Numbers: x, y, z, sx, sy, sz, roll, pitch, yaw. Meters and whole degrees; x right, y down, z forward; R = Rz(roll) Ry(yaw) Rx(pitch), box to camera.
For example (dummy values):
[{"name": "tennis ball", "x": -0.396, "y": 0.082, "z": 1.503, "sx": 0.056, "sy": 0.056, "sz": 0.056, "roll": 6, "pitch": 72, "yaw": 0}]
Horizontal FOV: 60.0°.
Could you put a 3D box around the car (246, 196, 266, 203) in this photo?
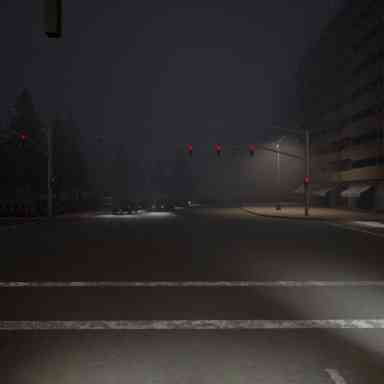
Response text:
[{"name": "car", "x": 13.138, "y": 1.477, "z": 68.040, "sx": 5.008, "sy": 1.535, "sz": 1.882, "roll": 0, "pitch": 0, "yaw": -41}]

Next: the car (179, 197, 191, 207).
[{"name": "car", "x": -1.724, "y": 1.547, "z": 51.063, "sx": 2.033, "sy": 1.411, "sz": 5.357, "roll": 0, "pitch": 0, "yaw": 16}]

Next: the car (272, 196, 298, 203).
[{"name": "car", "x": 18.502, "y": 1.478, "z": 67.553, "sx": 5.008, "sy": 1.535, "sz": 1.882, "roll": 0, "pitch": 0, "yaw": -33}]

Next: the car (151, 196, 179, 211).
[{"name": "car", "x": -3.219, "y": 1.491, "z": 40.634, "sx": 2.128, "sy": 1.511, "sz": 4.902, "roll": 0, "pitch": 0, "yaw": 4}]

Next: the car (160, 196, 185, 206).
[{"name": "car", "x": -3.255, "y": 1.490, "z": 56.750, "sx": 2.128, "sy": 1.511, "sz": 4.902, "roll": 0, "pitch": 0, "yaw": 24}]

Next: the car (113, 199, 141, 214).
[{"name": "car", "x": -6.955, "y": 1.526, "z": 35.051, "sx": 1.812, "sy": 1.442, "sz": 4.674, "roll": 0, "pitch": 0, "yaw": 2}]

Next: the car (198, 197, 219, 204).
[{"name": "car", "x": 3.035, "y": 1.601, "z": 61.377, "sx": 1.895, "sy": 1.301, "sz": 4.718, "roll": 0, "pitch": 0, "yaw": 33}]

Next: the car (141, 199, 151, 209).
[{"name": "car", "x": -6.410, "y": 1.601, "z": 44.129, "sx": 1.895, "sy": 1.301, "sz": 4.718, "roll": 0, "pitch": 0, "yaw": 6}]
